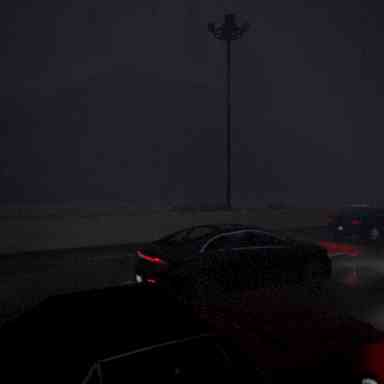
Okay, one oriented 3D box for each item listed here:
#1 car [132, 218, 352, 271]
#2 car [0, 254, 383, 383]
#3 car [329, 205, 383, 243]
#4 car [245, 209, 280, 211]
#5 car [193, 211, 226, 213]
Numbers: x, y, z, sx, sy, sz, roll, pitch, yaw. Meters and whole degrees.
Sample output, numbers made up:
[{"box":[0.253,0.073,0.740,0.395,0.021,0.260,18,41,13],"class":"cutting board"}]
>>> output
[{"box":[1.084,1.491,7.695,4.902,1.511,2.128,0,0,-28],"class":"car"},{"box":[-0.284,1.601,3.014,4.718,1.301,1.895,0,0,-27],"class":"car"},{"box":[8.741,1.478,16.139,5.008,1.535,1.882,0,0,-31],"class":"car"},{"box":[6.281,1.601,27.205,4.718,1.301,1.895,0,0,-33],"class":"car"},{"box":[1.934,1.601,28.583,4.718,1.301,1.895,0,0,-32],"class":"car"}]
